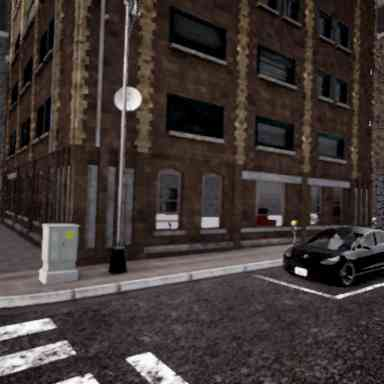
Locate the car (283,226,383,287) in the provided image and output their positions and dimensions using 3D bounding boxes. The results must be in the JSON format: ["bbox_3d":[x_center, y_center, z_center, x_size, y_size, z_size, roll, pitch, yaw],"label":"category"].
[{"bbox_3d":[4.591,1.722,9.818,4.313,1.339,1.947,2,0,-35],"label":"car"}]
